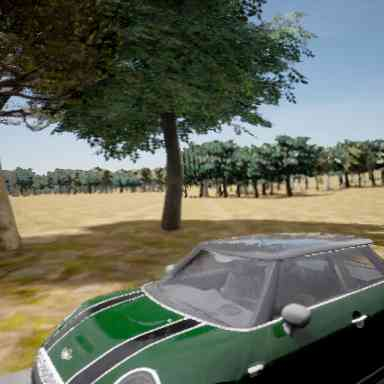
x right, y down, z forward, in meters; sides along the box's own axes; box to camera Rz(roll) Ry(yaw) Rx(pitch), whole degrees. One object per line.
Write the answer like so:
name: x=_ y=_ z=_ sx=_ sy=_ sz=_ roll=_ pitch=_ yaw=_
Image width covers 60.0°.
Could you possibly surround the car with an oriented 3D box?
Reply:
car: x=0.668 y=1.350 z=3.851 sx=4.553 sy=1.767 sz=2.097 roll=0 pitch=0 yaw=-35
